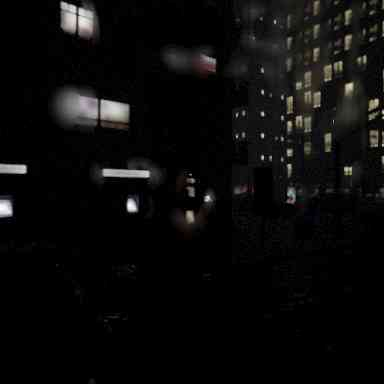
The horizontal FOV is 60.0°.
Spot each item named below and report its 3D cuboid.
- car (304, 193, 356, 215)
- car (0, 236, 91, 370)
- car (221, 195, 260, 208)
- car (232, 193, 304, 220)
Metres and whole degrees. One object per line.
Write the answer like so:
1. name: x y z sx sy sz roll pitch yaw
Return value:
1. car: 12.121 1.039 29.946 2.192 1.841 5.009 1 0 -36
2. car: -3.499 1.439 4.061 4.097 1.590 1.967 0 0 -35
3. car: 5.594 1.081 38.923 1.947 1.339 4.313 1 0 -36
4. car: 5.378 1.016 24.972 2.192 1.841 5.009 2 0 -36
